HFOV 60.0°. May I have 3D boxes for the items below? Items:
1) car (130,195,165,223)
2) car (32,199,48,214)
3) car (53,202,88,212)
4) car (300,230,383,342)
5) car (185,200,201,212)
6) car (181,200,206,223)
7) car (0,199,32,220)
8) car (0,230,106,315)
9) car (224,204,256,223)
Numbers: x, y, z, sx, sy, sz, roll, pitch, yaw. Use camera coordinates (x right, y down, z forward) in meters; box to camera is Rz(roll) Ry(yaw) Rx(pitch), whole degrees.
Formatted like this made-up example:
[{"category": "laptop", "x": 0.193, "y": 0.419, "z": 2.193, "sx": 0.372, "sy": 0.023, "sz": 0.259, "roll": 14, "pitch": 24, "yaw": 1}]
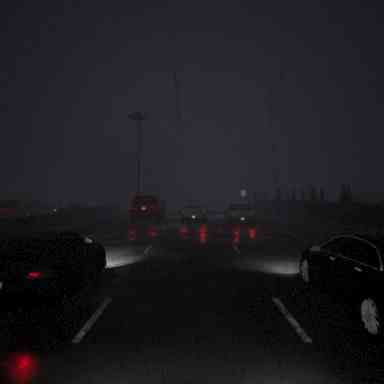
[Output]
[{"category": "car", "x": -3.388, "y": 1.233, "z": 25.978, "sx": 2.150, "sy": 2.045, "sz": 5.566, "roll": 0, "pitch": 0, "yaw": 0}, {"category": "car", "x": -17.516, "y": 1.534, "z": 36.449, "sx": 2.128, "sy": 1.511, "sz": 4.902, "roll": 0, "pitch": -1, "yaw": 1}, {"category": "car", "x": -10.545, "y": 1.613, "z": 29.565, "sx": 1.895, "sy": 1.301, "sz": 4.718, "roll": 0, "pitch": 0, "yaw": 0}, {"category": "car", "x": 3.610, "y": 1.509, "z": 6.442, "sx": 1.837, "sy": 1.490, "sz": 4.892, "roll": 0, "pitch": 0, "yaw": 0}, {"category": "car", "x": 0.122, "y": 1.775, "z": 42.904, "sx": 2.033, "sy": 1.411, "sz": 5.357, "roll": 0, "pitch": -2, "yaw": 0}, {"category": "car", "x": 0.116, "y": 1.538, "z": 25.805, "sx": 1.812, "sy": 1.442, "sz": 4.674, "roll": 0, "pitch": 0, "yaw": 0}, {"category": "car", "x": -14.062, "y": 1.360, "z": 24.366, "sx": 2.097, "sy": 1.767, "sz": 4.553, "roll": 0, "pitch": 0, "yaw": 0}, {"category": "car", "x": -3.389, "y": 1.567, "z": 7.683, "sx": 1.994, "sy": 1.385, "sz": 4.181, "roll": 0, "pitch": 0, "yaw": 0}, {"category": "car", "x": 3.612, "y": 1.614, "z": 25.903, "sx": 1.895, "sy": 1.301, "sz": 4.718, "roll": 0, "pitch": 0, "yaw": 0}]
